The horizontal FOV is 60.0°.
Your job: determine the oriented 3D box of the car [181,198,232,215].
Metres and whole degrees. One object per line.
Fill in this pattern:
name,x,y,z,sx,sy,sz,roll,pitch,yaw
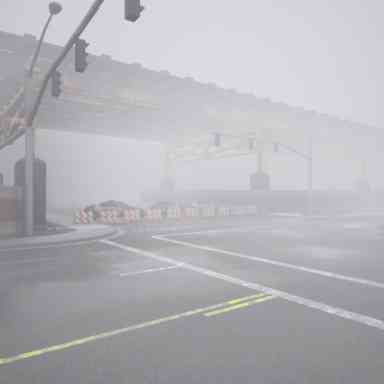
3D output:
car,1.400,1.452,34.013,4.974,1.542,2.038,0,0,-7

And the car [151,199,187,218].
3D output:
car,-2.511,1.452,30.255,2.038,1.542,4.974,0,0,18

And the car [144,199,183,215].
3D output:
car,-2.496,1.295,30.304,1.853,1.218,4.536,0,0,18

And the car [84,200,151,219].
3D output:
car,-6.257,1.453,27.571,4.974,1.542,2.038,0,0,8

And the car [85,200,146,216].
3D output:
car,-6.309,1.295,27.578,4.536,1.218,1.853,0,0,8

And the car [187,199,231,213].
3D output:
car,1.349,1.295,34.006,4.536,1.218,1.853,0,0,-7
